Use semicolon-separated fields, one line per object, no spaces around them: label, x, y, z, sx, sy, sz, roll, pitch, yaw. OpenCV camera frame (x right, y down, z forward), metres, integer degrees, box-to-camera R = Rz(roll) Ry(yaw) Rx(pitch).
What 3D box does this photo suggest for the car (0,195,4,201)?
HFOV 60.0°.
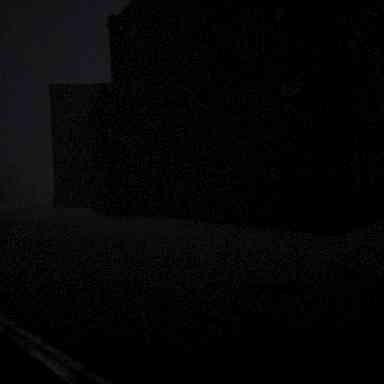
car;-31.587;0.907;52.942;1.812;1.442;4.674;-3;3;-14
